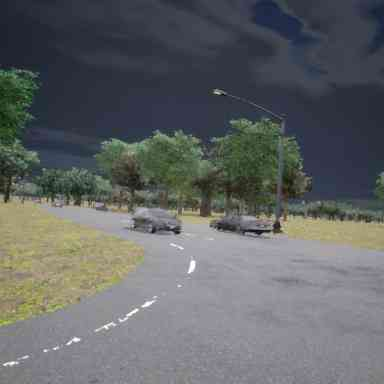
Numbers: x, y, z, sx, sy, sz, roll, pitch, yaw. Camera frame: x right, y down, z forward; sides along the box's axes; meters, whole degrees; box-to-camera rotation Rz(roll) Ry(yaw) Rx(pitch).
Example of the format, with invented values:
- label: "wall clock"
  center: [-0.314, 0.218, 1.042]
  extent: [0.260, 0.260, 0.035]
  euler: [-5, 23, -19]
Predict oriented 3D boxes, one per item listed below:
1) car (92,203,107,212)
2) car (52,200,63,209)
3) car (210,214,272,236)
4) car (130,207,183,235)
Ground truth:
- label: "car"
  center: [-16.285, 2.694, 58.798]
  extent: [1.812, 1.442, 4.674]
  euler: [6, -3, -30]
- label: "car"
  center: [-24.630, 2.215, 60.963]
  extent: [2.128, 1.511, 4.902]
  euler: [5, -3, -24]
- label: "car"
  center: [3.425, 2.349, 24.345]
  extent: [2.033, 1.411, 5.357]
  euler: [6, -3, -30]
- label: "car"
  center: [-2.272, 1.697, 20.239]
  extent: [1.837, 1.490, 4.892]
  euler: [6, -3, -30]
